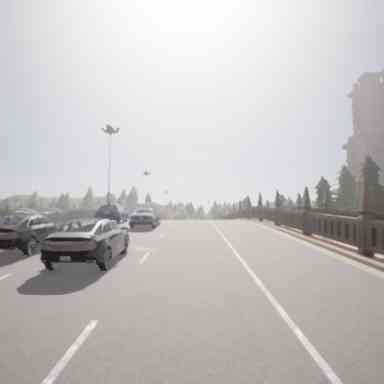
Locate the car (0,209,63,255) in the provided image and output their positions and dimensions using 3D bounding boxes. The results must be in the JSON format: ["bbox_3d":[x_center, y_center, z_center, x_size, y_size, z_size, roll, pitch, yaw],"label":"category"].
[{"bbox_3d":[-6.933,1.685,13.969,2.128,1.511,4.902,0,-1,0],"label":"car"}]

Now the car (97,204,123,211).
[{"bbox_3d":[-6.929,1.823,29.151,2.097,1.767,4.553,0,-2,0],"label":"car"}]

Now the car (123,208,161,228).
[{"bbox_3d":[-3.461,1.907,25.237,2.033,1.411,5.357,0,-1,1],"label":"car"}]

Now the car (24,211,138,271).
[{"bbox_3d":[-3.453,1.651,11.549,2.128,1.511,4.902,0,-1,1],"label":"car"}]
